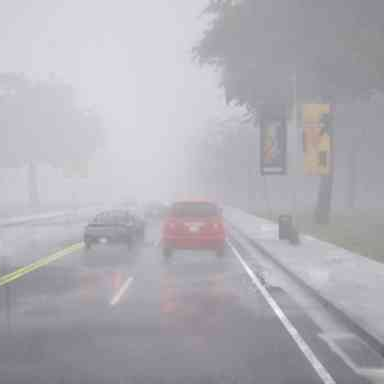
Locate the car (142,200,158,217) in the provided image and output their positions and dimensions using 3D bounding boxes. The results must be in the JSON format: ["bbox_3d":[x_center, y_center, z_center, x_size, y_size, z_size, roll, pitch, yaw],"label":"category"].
[{"bbox_3d":[-3.098,1.654,29.924,1.994,1.385,4.181,0,0,0],"label":"car"}]

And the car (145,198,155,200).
[{"bbox_3d":[-6.447,1.683,51.137,1.812,1.442,4.674,0,0,0],"label":"car"}]

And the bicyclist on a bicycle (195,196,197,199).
[{"bbox_3d":[1.136,1.675,91.038,0.659,1.776,1.843,0,0,0],"label":"bicyclist on a bicycle"}]

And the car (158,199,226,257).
[{"bbox_3d":[0.097,1.263,13.258,2.150,2.045,5.566,0,0,1],"label":"car"}]

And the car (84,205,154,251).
[{"bbox_3d":[-3.144,1.535,14.343,2.128,1.511,4.902,0,0,1],"label":"car"}]

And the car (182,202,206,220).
[{"bbox_3d":[0.151,1.654,29.980,1.994,1.385,4.181,0,0,0],"label":"car"}]

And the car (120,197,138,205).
[{"bbox_3d":[-9.691,1.512,51.628,2.097,1.767,4.553,0,0,0],"label":"car"}]
